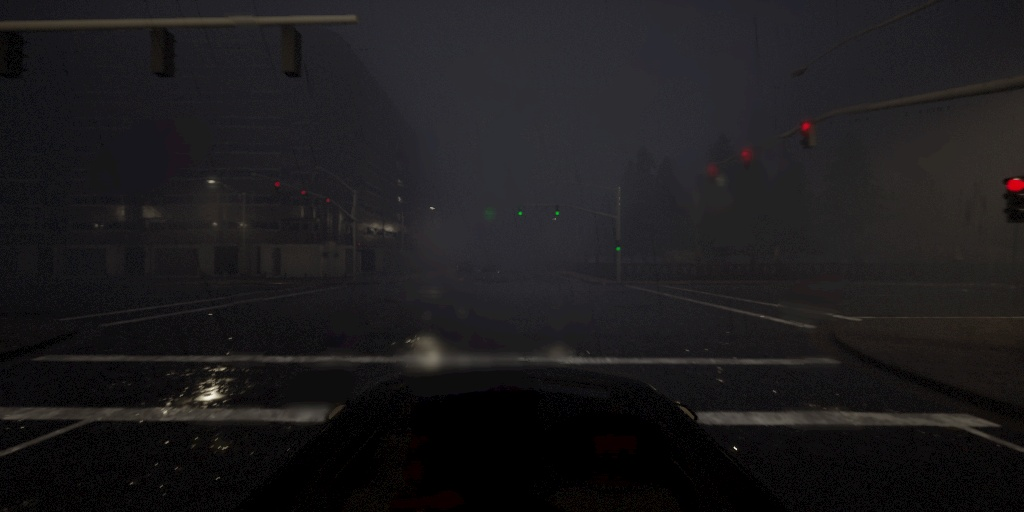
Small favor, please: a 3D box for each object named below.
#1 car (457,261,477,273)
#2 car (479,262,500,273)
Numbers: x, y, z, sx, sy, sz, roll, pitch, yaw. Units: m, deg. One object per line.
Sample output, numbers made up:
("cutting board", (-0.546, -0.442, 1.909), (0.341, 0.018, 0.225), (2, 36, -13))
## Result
("car", (-6.741, 1.574, 52.513), (2.097, 1.767, 4.553), (0, -1, 1))
("car", (-3.240, 1.777, 52.519), (1.994, 1.385, 4.181), (0, 0, 1))
